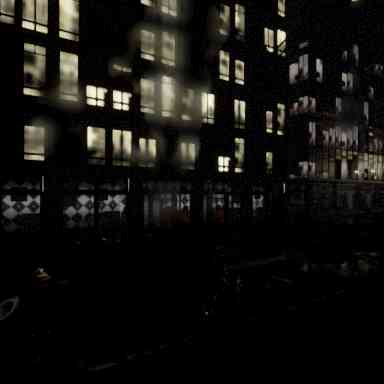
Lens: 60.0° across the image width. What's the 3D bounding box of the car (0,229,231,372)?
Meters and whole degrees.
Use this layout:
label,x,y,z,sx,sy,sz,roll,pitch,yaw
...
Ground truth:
label,x,y,z,sx,sy,sz,roll,pitch,yaw
car,-1.352,1.440,5.589,4.097,1.590,1.967,0,0,-35
